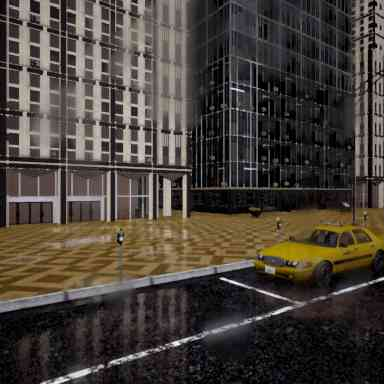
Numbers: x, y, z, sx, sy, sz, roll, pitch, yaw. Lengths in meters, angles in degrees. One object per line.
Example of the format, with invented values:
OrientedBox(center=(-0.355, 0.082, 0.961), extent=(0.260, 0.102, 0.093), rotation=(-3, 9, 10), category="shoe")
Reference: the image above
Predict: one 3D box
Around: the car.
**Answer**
OrientedBox(center=(3.808, 1.526, 9.264), extent=(4.829, 1.417, 1.752), rotation=(0, 0, -35), category="car")
